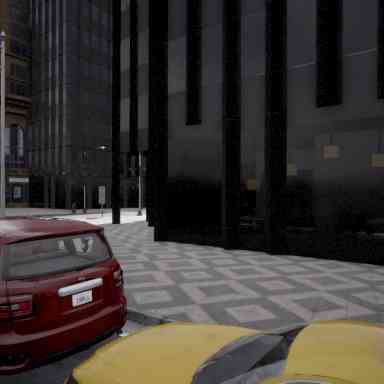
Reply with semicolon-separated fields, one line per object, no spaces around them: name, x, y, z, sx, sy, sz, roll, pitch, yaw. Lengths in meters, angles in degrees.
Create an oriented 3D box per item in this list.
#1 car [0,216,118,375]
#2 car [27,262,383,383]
car;-3.217;1.314;5.249;5.009;1.841;2.192;0;0;35
car;1.064;1.525;2.200;4.829;1.417;1.752;0;0;35
